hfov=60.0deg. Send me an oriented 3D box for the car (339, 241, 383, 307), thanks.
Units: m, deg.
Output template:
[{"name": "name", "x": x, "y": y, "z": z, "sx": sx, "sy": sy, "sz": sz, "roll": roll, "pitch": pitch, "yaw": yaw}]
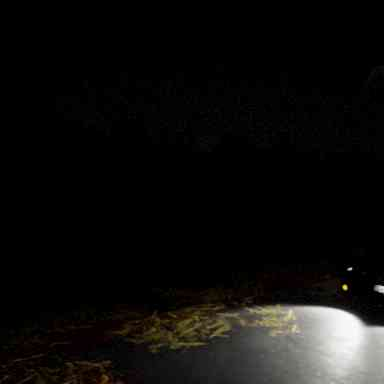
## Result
[{"name": "car", "x": 5.032, "y": 1.557, "z": 7.098, "sx": 4.181, "sy": 1.385, "sz": 1.994, "roll": 0, "pitch": 0, "yaw": -35}]
